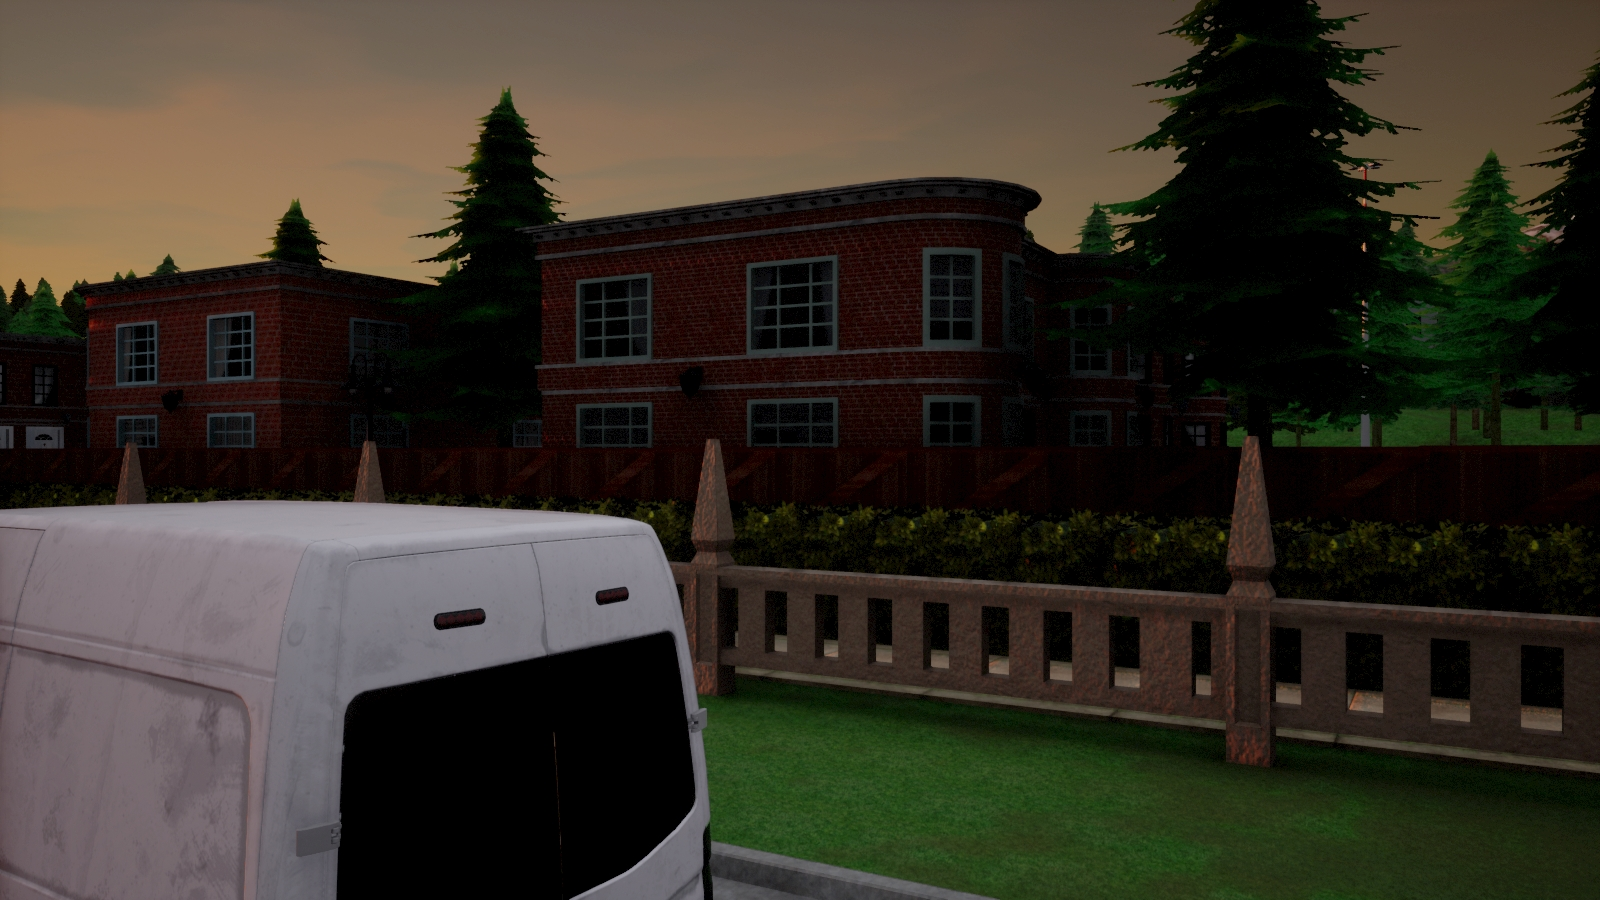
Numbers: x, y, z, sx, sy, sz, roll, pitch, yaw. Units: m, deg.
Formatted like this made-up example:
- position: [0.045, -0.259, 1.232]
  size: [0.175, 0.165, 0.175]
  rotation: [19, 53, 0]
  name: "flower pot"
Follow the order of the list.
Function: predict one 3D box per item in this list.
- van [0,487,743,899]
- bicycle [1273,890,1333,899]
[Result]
- position: [-3.240, 1.534, 5.467]
  size: [5.915, 2.561, 1.988]
  rotation: [0, 0, 34]
  name: "van"
- position: [2.143, 2.060, 2.830]
  size: [1.835, 1.471, 0.329]
  rotation: [0, 0, 30]
  name: "bicycle"
